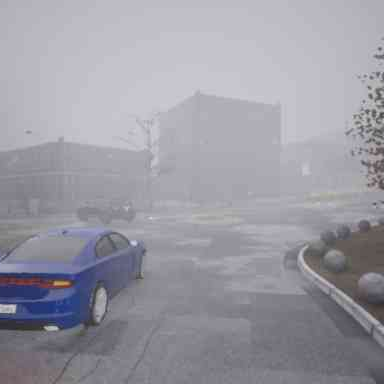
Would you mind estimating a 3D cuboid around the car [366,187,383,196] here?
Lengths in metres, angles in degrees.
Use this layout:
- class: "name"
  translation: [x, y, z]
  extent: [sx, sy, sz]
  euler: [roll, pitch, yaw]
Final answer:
- class: "car"
  translation: [26.927, -0.310, 50.731]
  extent: [5.366, 1.575, 1.946]
  euler: [-4, 2, -30]

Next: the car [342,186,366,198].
- class: "car"
  translation: [22.161, 0.002, 47.954]
  extent: [5.366, 1.575, 1.946]
  euler: [-4, 2, -30]

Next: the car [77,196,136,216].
- class: "car"
  translation: [-6.613, 1.299, 25.457]
  extent: [5.566, 2.045, 2.150]
  euler: [1, 1, 43]

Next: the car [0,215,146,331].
- class: "car"
  translation: [-2.347, 1.506, 7.165]
  extent: [1.882, 1.535, 5.008]
  euler: [0, 0, 6]

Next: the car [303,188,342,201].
- class: "car"
  translation: [17.392, 0.317, 45.186]
  extent: [5.366, 1.575, 1.946]
  euler: [-4, 2, -30]
